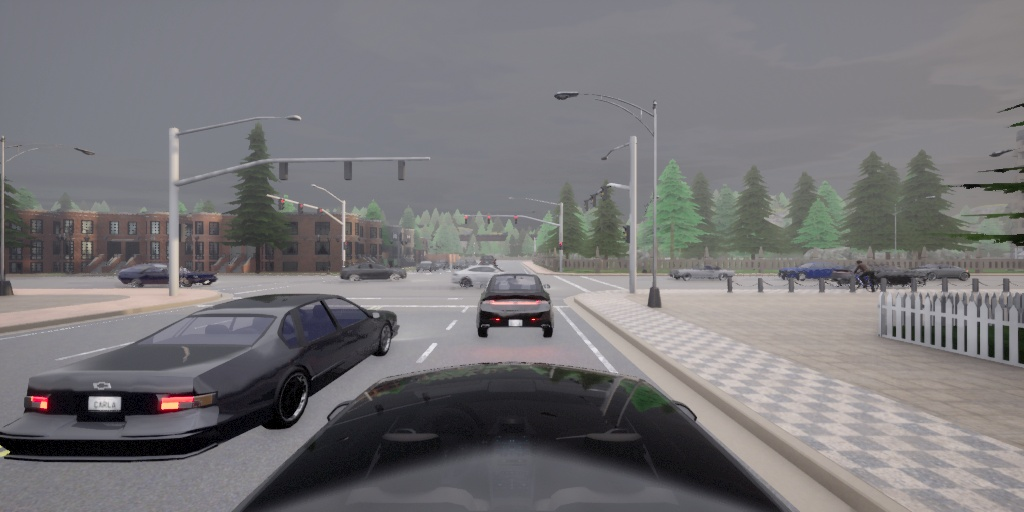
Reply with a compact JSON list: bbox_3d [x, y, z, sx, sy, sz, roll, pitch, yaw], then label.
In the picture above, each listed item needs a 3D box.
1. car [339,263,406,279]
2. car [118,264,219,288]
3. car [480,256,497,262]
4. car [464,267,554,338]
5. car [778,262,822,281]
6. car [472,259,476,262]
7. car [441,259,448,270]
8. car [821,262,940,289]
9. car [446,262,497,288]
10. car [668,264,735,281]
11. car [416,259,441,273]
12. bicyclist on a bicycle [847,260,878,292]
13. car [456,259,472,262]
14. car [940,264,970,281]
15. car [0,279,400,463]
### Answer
[{"bbox_3d":[-10.858,1.257,28.143,4.892,1.490,1.837,-1,2,-22],"label":"car"},{"bbox_3d":[-21.723,1.351,22.902,4.718,1.301,1.895,0,0,0],"label":"car"},{"bbox_3d":[-3.338,0.971,50.588,2.150,2.045,5.566,0,0,0],"label":"car"},{"bbox_3d":[0.087,1.242,10.217,2.128,1.511,4.902,0,0,0],"label":"car"},{"bbox_3d":[24.872,1.228,29.664,5.008,1.535,1.882,0,0,0],"label":"car"},{"bbox_3d":[-7.021,1.255,59.944,1.837,1.490,4.892,0,0,0],"label":"car"},{"bbox_3d":[-10.554,1.241,53.651,2.128,1.511,4.902,0,0,0],"label":"car"},{"bbox_3d":[22.928,1.241,22.472,4.902,1.511,2.128,0,0,0],"label":"car"},{"bbox_3d":[-1.497,1.276,22.626,4.674,1.442,1.812,0,0,1],"label":"car"},{"bbox_3d":[15.581,1.351,29.681,4.718,1.301,1.895,0,0,0],"label":"car"},{"bbox_3d":[-10.557,1.276,44.543,1.812,1.442,4.674,0,0,0],"label":"car"},{"bbox_3d":[18.260,1.052,18.693,0.582,1.620,1.656,0,0,0],"label":"bicyclist on a bicycle"},{"bbox_3d":[-7.063,1.255,49.960,1.837,1.490,4.892,0,0,0],"label":"car"},{"bbox_3d":[34.847,1.314,29.636,4.181,1.385,1.994,0,0,1],"label":"car"},{"bbox_3d":[-3.434,1.297,5.552,2.033,1.411,5.357,0,0,1],"label":"car"}]
